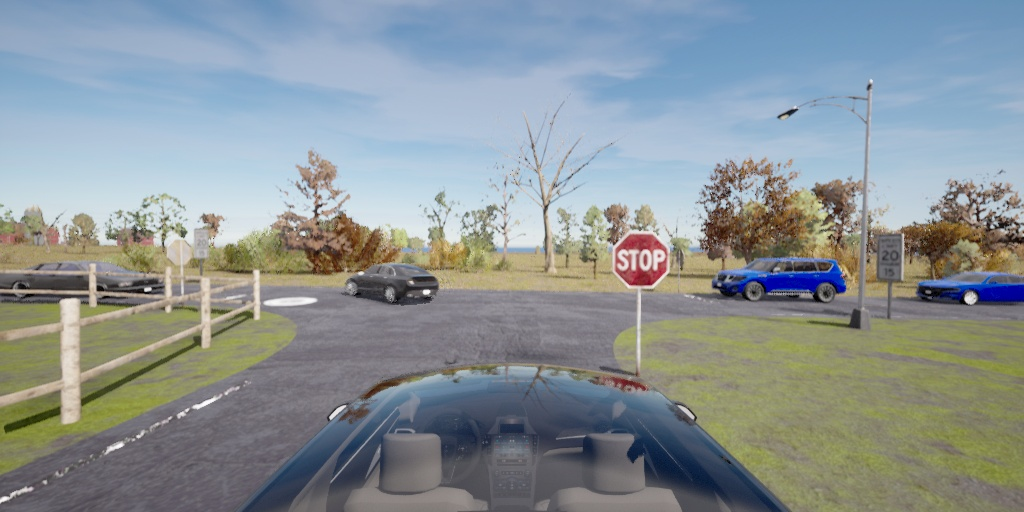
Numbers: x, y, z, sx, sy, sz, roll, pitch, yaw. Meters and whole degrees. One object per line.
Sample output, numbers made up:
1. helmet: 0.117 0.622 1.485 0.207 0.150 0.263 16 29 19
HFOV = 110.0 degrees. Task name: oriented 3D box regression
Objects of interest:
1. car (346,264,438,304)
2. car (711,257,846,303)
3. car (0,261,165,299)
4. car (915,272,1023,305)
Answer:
1. car: -5.250 1.083 15.447 4.892 1.490 1.837 2 -1 37
2. car: 12.826 1.084 17.393 5.566 2.045 2.150 1 1 0
3. car: -17.433 0.915 14.571 5.357 1.411 2.033 1 1 0
4. car: 22.686 1.517 17.349 5.008 1.535 1.882 1 1 1
